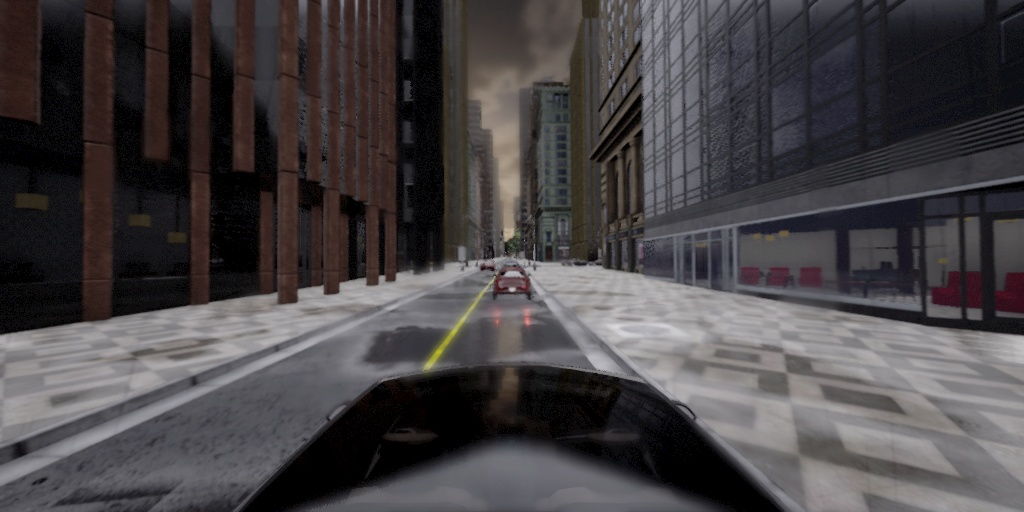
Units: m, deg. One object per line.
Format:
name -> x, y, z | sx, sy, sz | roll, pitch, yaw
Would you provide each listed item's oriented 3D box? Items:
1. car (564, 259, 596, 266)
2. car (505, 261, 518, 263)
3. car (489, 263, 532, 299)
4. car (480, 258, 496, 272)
car -> 12.068, 1.251, 64.051 | 4.403, 1.370, 2.007 | 0, 0, 0
car -> -0.068, 1.269, 36.287 | 2.128, 1.511, 4.902 | 0, 0, 0
car -> 0.009, 1.287, 17.984 | 1.812, 1.442, 4.674 | 0, 0, 0
car -> -3.199, 1.291, 47.571 | 1.882, 1.535, 5.008 | 0, 0, 0
